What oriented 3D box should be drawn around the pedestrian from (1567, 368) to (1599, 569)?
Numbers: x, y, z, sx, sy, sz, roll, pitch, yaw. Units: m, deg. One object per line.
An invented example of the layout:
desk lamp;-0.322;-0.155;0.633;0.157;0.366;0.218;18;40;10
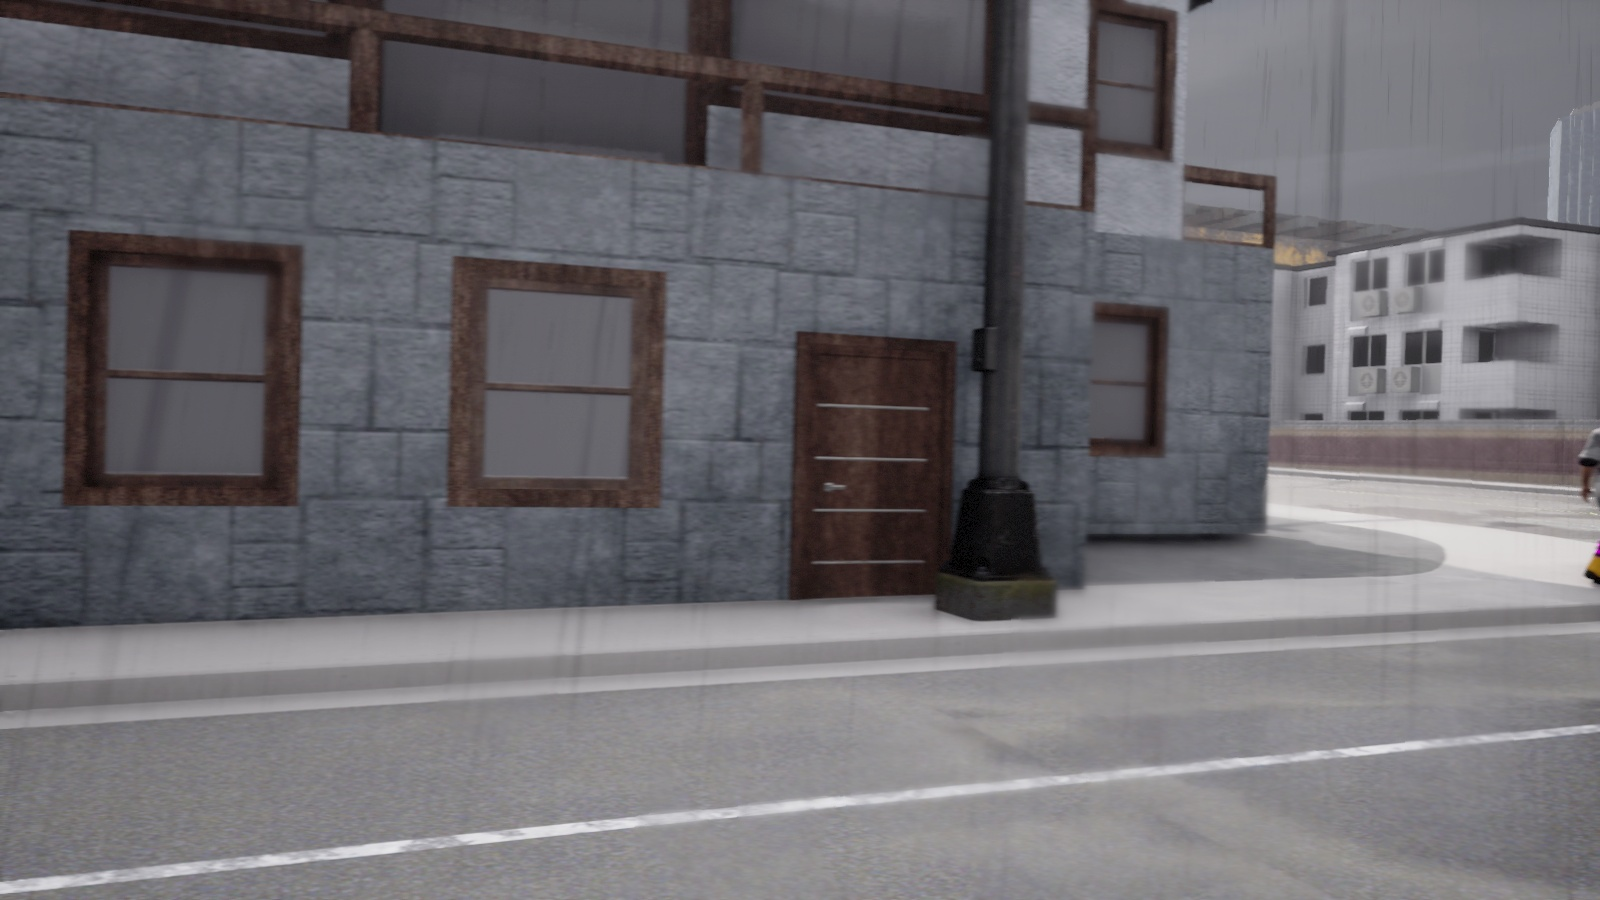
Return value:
pedestrian;8.174;0.184;12.335;0.873;1.952;0.659;0;1;-18
